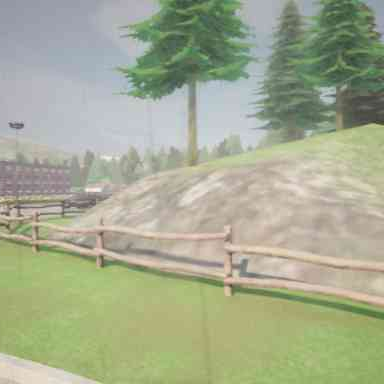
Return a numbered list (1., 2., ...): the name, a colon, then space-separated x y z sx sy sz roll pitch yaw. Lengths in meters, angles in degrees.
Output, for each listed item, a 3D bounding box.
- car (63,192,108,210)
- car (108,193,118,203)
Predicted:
1. car: -13.030 0.972 39.960 2.150 2.045 5.566 0 0 22
2. car: -14.332 0.981 55.074 2.097 1.767 4.553 0 1 23
